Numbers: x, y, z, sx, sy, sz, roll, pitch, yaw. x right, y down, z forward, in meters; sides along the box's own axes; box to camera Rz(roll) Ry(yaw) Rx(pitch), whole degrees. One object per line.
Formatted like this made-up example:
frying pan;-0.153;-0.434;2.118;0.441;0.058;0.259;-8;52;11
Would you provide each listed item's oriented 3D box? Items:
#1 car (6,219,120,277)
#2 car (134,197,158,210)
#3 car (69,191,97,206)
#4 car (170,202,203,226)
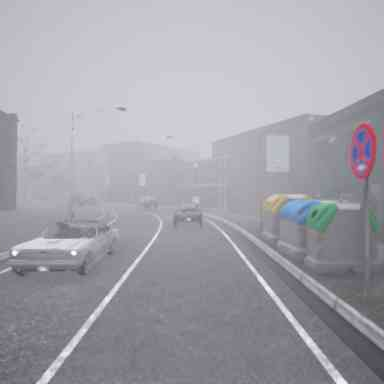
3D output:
car;-3.635;1.564;10.289;1.895;1.301;4.718;0;0;0
car;-5.746;1.359;41.231;1.837;1.490;4.892;1;0;-27
car;-16.244;0.953;49.449;5.566;2.045;2.150;1;0;45
car;-0.385;1.416;22.418;2.128;1.511;4.902;0;0;-5
